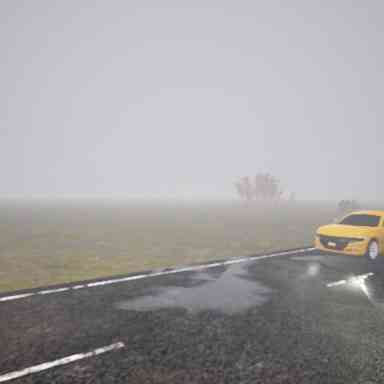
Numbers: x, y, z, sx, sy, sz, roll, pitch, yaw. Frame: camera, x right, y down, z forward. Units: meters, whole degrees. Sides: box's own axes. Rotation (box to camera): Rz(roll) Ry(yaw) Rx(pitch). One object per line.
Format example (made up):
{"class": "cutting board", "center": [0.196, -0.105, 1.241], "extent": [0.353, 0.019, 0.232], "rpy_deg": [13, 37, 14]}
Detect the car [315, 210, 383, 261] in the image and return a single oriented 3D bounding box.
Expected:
{"class": "car", "center": [6.642, 1.451, 12.410], "extent": [5.008, 1.535, 1.882], "rpy_deg": [0, 0, -35]}
